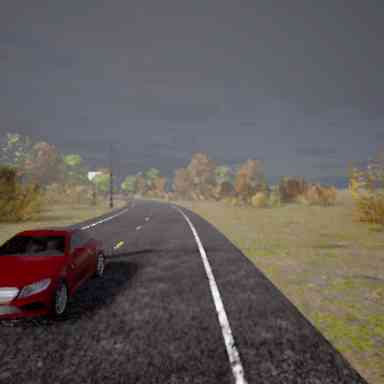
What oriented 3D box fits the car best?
[{"bbox_3d":[-3.296,1.556,7.539,1.812,1.442,4.674,0,0,-1],"label":"car"}]
